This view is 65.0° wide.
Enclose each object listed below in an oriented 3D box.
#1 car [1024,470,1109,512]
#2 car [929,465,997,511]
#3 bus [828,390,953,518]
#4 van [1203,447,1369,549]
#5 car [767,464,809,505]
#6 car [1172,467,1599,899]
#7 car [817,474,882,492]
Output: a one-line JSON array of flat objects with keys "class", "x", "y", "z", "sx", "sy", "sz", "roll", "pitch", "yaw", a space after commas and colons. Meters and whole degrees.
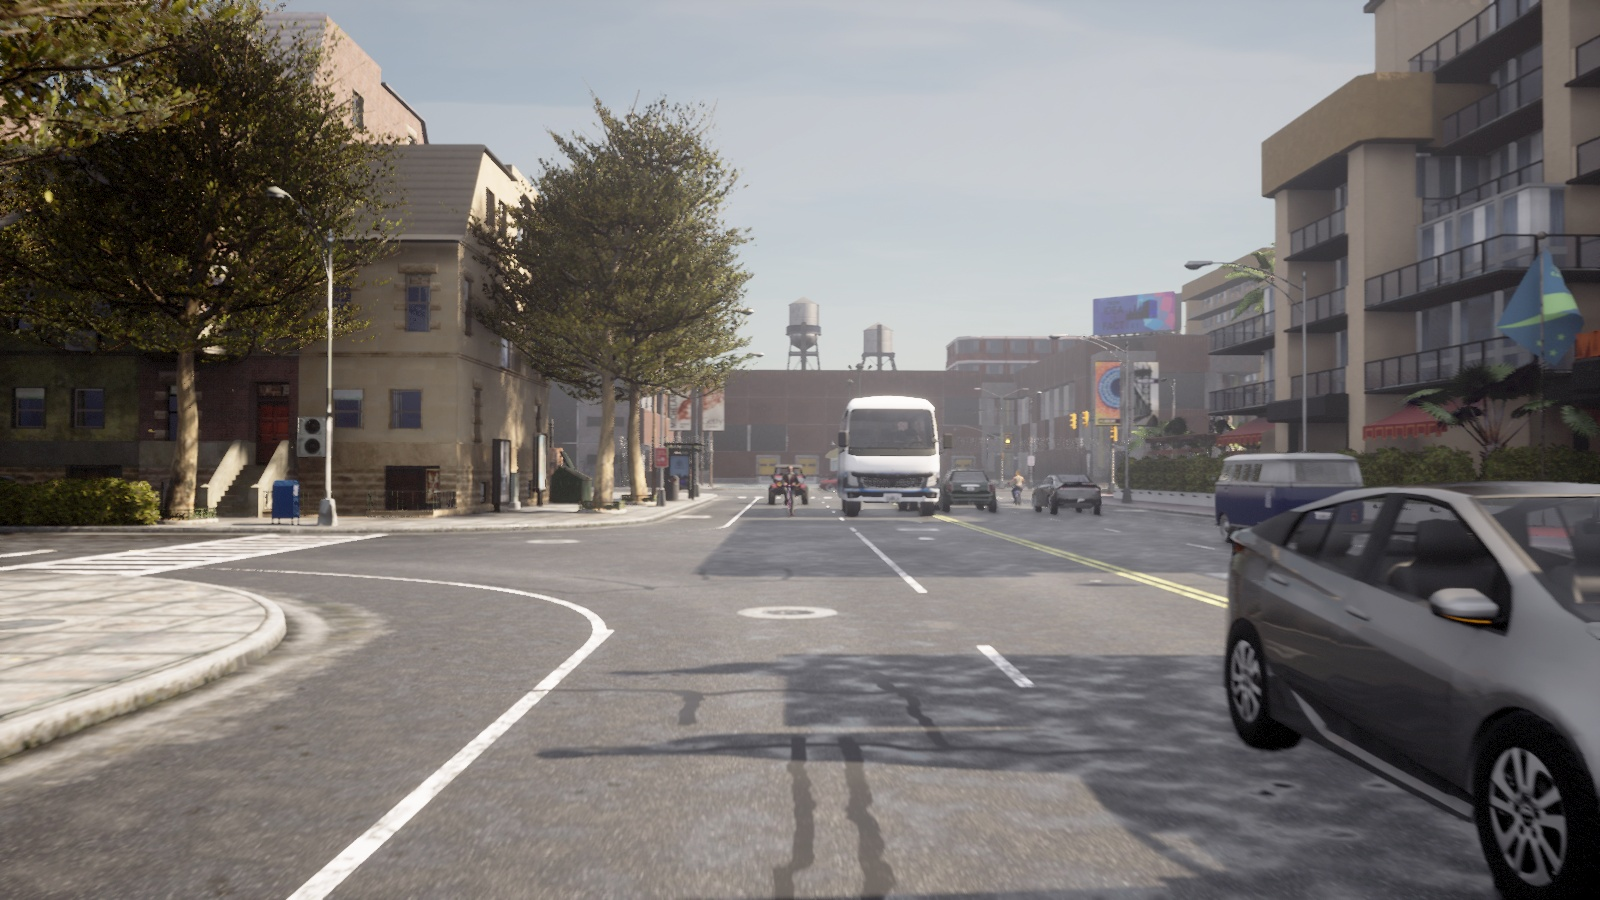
[{"class": "car", "x": 10.041, "y": 1.529, "z": 47.701, "sx": 2.128, "sy": 1.511, "sz": 4.902, "roll": 0, "pitch": -1, "yaw": -1}, {"class": "car", "x": 6.513, "y": 1.495, "z": 50.541, "sx": 2.097, "sy": 1.767, "sz": 4.553, "roll": 0, "pitch": -1, "yaw": -1}, {"class": "bus", "x": 3.113, "y": 0.214, "z": 46.897, "sx": 3.944, "sy": 4.253, "sz": 10.273, "roll": 0, "pitch": -1, "yaw": 0}, {"class": "van", "x": 10.236, "y": 0.972, "z": 26.816, "sx": 1.775, "sy": 1.987, "sz": 4.442, "roll": 0, "pitch": -1, "yaw": 0}, {"class": "car", "x": -0.572, "y": 1.613, "z": 59.349, "sx": 1.905, "sy": 1.878, "sz": 3.866, "roll": 0, "pitch": -1, "yaw": -1}, {"class": "car", "x": 3.444, "y": 0.845, "z": 5.888, "sx": 2.007, "sy": 1.525, "sz": 4.514, "roll": 0, "pitch": -1, "yaw": -1}, {"class": "car", "x": 3.624, "y": 2.470, "z": 93.286, "sx": 4.718, "sy": 1.301, "sz": 1.895, "roll": 0, "pitch": -1, "yaw": 0}]
